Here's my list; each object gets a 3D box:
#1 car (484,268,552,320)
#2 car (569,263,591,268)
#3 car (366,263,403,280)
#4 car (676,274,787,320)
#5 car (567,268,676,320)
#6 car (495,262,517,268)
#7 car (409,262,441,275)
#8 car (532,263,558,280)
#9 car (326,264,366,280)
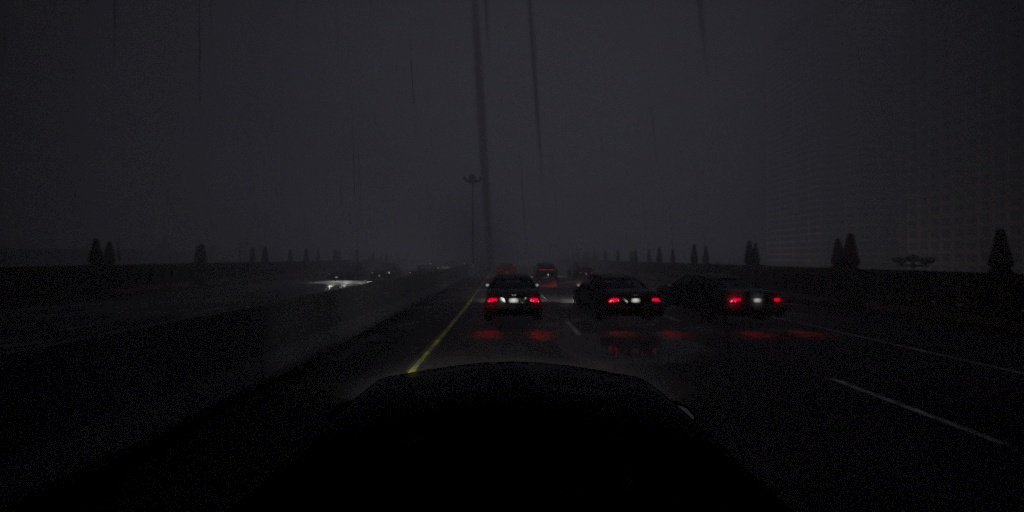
[{"bbox_3d":[0.009,1.332,12.792,2.033,1.411,5.357,0,0,-1],"label":"car"},{"bbox_3d":[6.456,1.377,33.850,1.812,1.442,4.674,0,0,-2],"label":"car"},{"bbox_3d":[-11.190,1.372,32.355,1.812,1.442,4.674,0,0,-2],"label":"car"},{"bbox_3d":[7.008,1.333,12.801,2.033,1.411,5.357,0,0,-1],"label":"car"},{"bbox_3d":[3.508,1.332,12.789,2.033,1.411,5.357,0,0,-1],"label":"car"},{"bbox_3d":[-0.548,1.330,34.309,1.882,1.535,5.008,0,0,-2],"label":"car"},{"bbox_3d":[-7.667,1.444,31.551,1.895,1.301,4.718,0,0,-2],"label":"car"},{"bbox_3d":[2.994,1.353,32.877,1.837,1.490,4.892,0,0,-2],"label":"car"},{"bbox_3d":[-14.697,1.394,32.511,2.033,1.411,5.357,0,0,-2],"label":"car"}]
